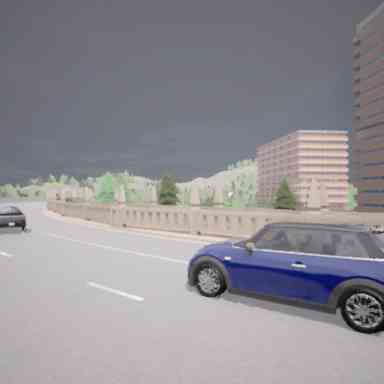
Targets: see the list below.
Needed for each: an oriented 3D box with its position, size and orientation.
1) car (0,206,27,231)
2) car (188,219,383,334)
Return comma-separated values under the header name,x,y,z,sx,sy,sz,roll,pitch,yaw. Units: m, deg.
name,x,y,z,sx,sy,sz,roll,pitch,yaw
car,-11.685,1.601,20.559,2.128,1.511,4.902,0,0,-40
car,2.091,1.400,7.107,4.553,1.767,2.097,0,0,37
